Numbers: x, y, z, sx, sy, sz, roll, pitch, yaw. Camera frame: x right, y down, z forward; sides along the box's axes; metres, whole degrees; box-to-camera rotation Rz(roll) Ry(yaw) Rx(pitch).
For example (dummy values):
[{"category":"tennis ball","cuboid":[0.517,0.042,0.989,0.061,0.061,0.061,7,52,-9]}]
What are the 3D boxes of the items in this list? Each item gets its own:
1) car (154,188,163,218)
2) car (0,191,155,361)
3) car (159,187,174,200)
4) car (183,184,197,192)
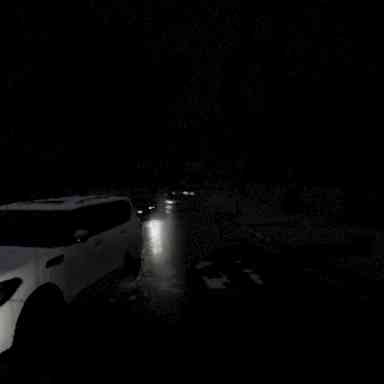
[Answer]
[{"category":"car","cuboid":[-3.108,0.816,21.483,1.837,1.490,4.892,-4,2,-3]},{"category":"car","cuboid":[-2.696,1.152,6.406,2.150,2.045,5.566,-1,2,12]},{"category":"car","cuboid":[-3.242,0.174,36.965,1.812,1.442,4.674,-4,2,4]},{"category":"car","cuboid":[-0.322,-0.774,60.055,1.994,1.385,4.181,-4,2,11]}]
